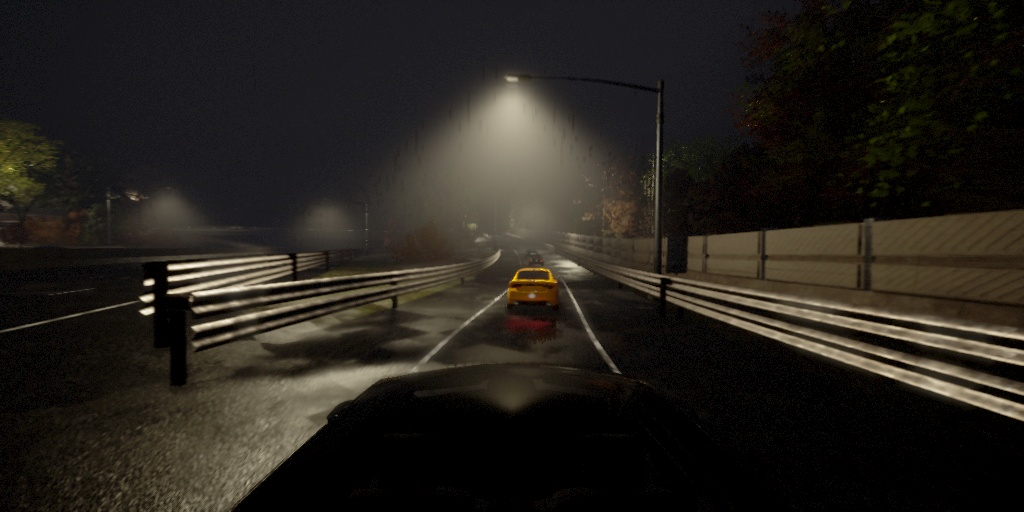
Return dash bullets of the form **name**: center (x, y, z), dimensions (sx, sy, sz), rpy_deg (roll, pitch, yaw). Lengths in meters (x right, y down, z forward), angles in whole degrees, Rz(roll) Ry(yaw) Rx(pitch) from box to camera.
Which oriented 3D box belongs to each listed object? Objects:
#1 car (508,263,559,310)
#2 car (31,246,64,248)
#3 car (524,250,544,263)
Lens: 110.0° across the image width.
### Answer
- **car**: center (0.950, 1.238, 15.046), dimensions (1.882, 1.535, 5.008), rpy_deg (1, 0, 6)
- **car**: center (-38.540, -0.071, 29.550), dimensions (1.882, 1.535, 5.008), rpy_deg (0, 1, -20)
- **car**: center (2.814, 0.437, 43.408), dimensions (2.033, 1.411, 5.357), rpy_deg (1, 3, 0)
